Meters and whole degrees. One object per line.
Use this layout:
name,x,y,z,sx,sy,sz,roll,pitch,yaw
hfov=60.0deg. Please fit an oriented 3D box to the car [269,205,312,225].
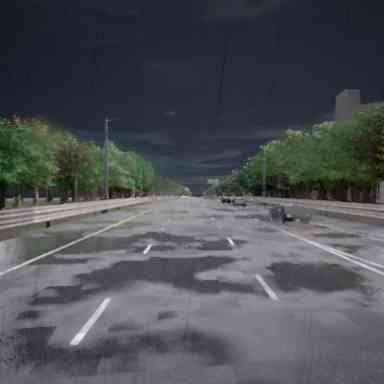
car,7.004,1.603,24.174,1.895,1.301,4.718,0,0,0

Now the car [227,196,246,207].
car,7.067,1.527,50.965,2.128,1.511,4.902,0,0,0

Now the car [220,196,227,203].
car,7.161,1.653,71.354,1.882,1.535,5.008,0,-1,0
